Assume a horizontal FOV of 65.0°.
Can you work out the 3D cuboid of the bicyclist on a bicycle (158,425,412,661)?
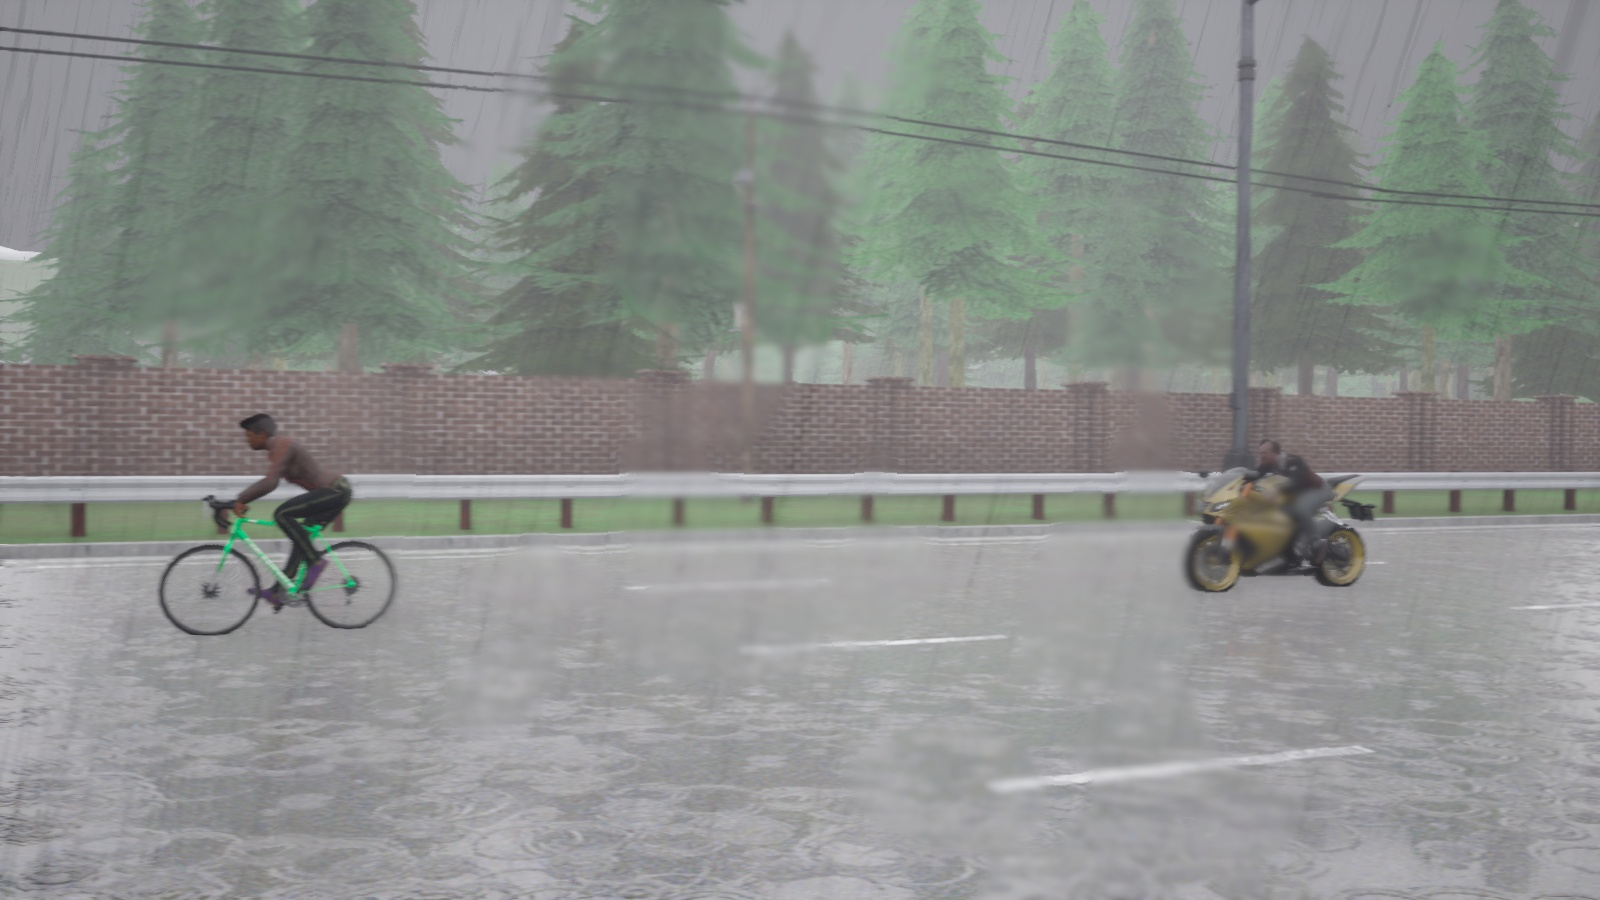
[{"bbox_3d":[-3.773,0.641,9.293,1.656,1.620,0.582,-1,1,-21],"label":"bicyclist on a bicycle"}]

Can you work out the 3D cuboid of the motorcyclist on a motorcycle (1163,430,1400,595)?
[{"bbox_3d":[4.814,0.577,12.554,2.191,1.530,0.866,-1,1,-21],"label":"motorcyclist on a motorcycle"}]
